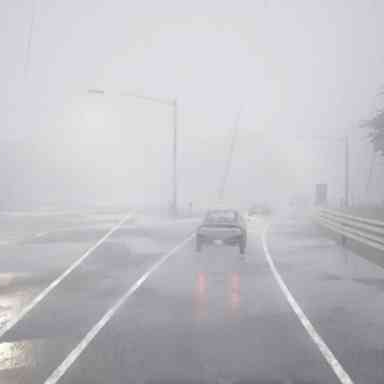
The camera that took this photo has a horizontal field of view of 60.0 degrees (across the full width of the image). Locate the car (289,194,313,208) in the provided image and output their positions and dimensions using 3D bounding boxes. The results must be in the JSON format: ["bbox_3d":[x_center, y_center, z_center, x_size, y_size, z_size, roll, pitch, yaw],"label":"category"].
[{"bbox_3d":[16.081,1.321,48.822,2.150,2.045,5.566,0,0,36],"label":"car"}]

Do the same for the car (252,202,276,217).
[{"bbox_3d":[6.839,1.613,32.275,1.994,1.385,4.181,0,0,23],"label":"car"}]

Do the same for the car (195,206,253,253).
[{"bbox_3d":[1.342,1.505,13.816,2.128,1.511,4.902,0,0,10],"label":"car"}]
